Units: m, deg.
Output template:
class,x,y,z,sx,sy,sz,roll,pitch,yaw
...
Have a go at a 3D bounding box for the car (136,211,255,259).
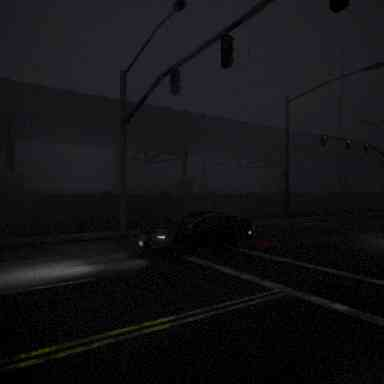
class,x,y,z,sx,sy,sz,roll,pitch,yaw
car,0.269,1.492,12.765,4.902,1.511,2.128,0,0,-35
